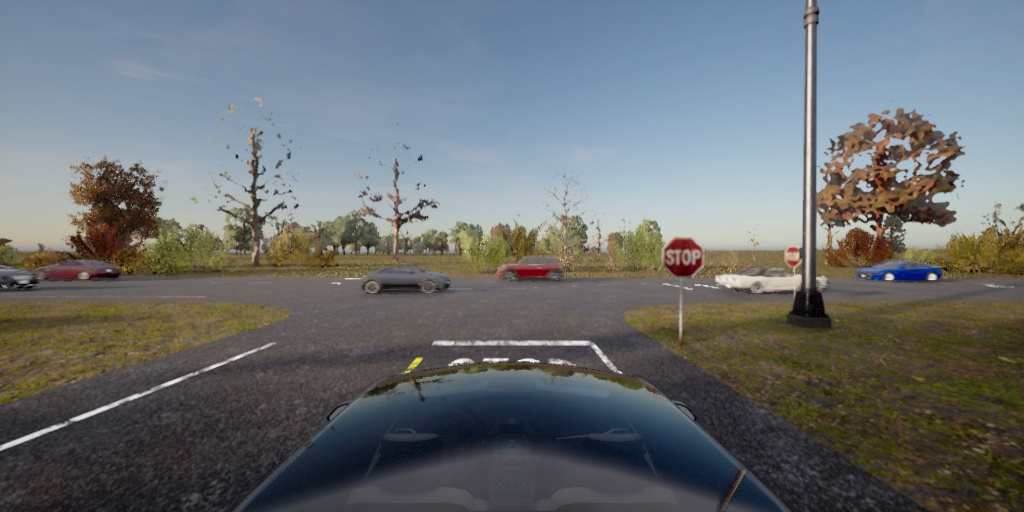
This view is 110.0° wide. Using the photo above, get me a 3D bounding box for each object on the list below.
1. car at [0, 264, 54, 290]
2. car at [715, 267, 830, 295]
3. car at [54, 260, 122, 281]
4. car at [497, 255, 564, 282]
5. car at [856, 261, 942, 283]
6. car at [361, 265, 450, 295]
[{"bbox_3d":[-25.971,0.971,17.205,4.902,1.511,2.128,0,1,-2],"label":"car"},{"bbox_3d":[13.191,1.233,18.255,4.718,1.301,1.895,0,1,-2],"label":"car"},{"bbox_3d":[-29.170,0.939,24.114,4.181,1.385,1.994,0,1,-2],"label":"car"},{"bbox_3d":[1.248,0.836,24.946,4.553,1.767,2.097,0,1,-1],"label":"car"},{"bbox_3d":[27.608,1.104,25.686,5.008,1.535,1.882,-1,1,-2],"label":"car"},{"bbox_3d":[-5.190,1.134,17.793,4.181,1.385,1.994,0,1,-1],"label":"car"}]
